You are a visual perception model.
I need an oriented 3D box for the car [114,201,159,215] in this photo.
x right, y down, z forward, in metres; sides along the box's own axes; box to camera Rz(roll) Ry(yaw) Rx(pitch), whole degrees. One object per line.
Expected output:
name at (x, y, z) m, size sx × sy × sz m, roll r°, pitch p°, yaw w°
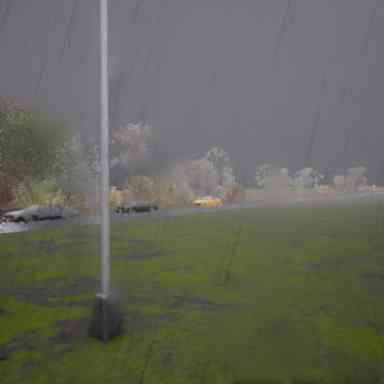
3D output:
car at (-5.671, 1.608, 34.150) m, size 1.895 × 1.301 × 4.718 m, roll 0°, pitch 0°, yaw 36°

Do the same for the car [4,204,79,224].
car at (-11.607, 1.640, 26.041) m, size 2.033 × 1.411 × 5.357 m, roll 0°, pitch 0°, yaw 36°

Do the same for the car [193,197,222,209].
car at (2.134, 1.367, 44.785) m, size 1.882 × 1.535 × 5.008 m, roll 0°, pitch 0°, yaw 36°
